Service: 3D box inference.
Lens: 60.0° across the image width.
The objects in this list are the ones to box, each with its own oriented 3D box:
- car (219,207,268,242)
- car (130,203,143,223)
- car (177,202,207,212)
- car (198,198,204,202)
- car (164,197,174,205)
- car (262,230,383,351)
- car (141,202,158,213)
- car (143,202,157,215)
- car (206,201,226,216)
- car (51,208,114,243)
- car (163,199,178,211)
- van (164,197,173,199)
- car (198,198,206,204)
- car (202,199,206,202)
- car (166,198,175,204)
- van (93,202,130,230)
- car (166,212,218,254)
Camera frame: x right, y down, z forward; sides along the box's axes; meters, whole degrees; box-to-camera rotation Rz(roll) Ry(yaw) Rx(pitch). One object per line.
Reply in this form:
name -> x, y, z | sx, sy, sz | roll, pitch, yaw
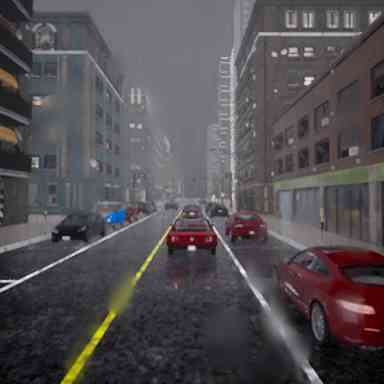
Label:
car -> 2.695, 1.711, 17.204 | 1.887, 1.381, 4.507 | 0, -1, 0
car -> -5.688, 1.818, 28.262 | 1.887, 1.381, 4.507 | 0, -1, 0
car -> -0.003, 1.828, 29.005 | 2.033, 1.411, 5.357 | 0, -1, 0
car -> 2.684, 2.350, 77.224 | 1.802, 1.307, 4.206 | 0, -1, 0
car -> -5.696, 2.141, 82.754 | 2.192, 1.841, 5.009 | 0, -1, 0
car -> 2.697, 1.642, 6.158 | 1.802, 1.307, 4.206 | 0, -1, 0
car -> -5.691, 2.019, 44.831 | 1.802, 1.307, 4.206 | 0, -1, 0
car -> -5.690, 1.948, 39.308 | 1.947, 1.339, 4.313 | 0, -1, 0
car -> 2.692, 1.893, 33.774 | 1.947, 1.339, 4.313 | 0, -1, 0
car -> -5.686, 1.732, 17.215 | 1.947, 1.339, 4.313 | 0, -1, 0
car -> -3.010, 2.085, 49.641 | 1.895, 1.301, 4.718 | 0, -1, 0
van -> -5.695, 2.109, 77.226 | 1.690, 1.788, 3.998 | 0, -1, 0
car -> 2.683, 2.324, 88.281 | 1.967, 1.590, 4.097 | 0, -1, 0
car -> 2.690, 2.002, 44.821 | 1.947, 1.339, 4.313 | 0, -1, 0
car -> -5.698, 2.428, 88.279 | 1.887, 1.381, 4.507 | 0, -1, 0
van -> -5.685, 1.561, 22.741 | 1.690, 1.788, 3.998 | 0, -1, 0
car -> 0.000, 1.737, 14.123 | 1.895, 1.301, 4.718 | 0, -1, 0
